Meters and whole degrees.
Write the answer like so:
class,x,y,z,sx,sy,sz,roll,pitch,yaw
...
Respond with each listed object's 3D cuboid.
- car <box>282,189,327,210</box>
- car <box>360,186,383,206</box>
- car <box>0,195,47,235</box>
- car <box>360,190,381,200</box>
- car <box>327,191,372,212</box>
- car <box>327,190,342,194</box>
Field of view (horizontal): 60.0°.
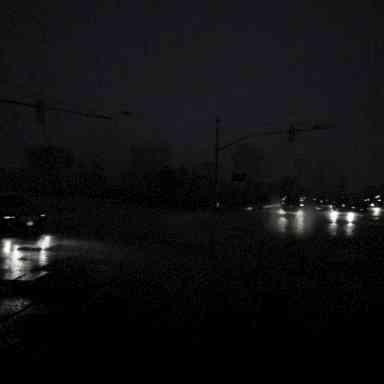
class,x,y,z,sx,sy,sz,roll,pitch,yaw
car,9.627,0.547,28.960,2.097,1.767,4.553,2,2,41
car,19.228,0.355,35.062,2.150,2.045,5.566,2,2,40
car,-8.191,0.901,14.815,4.902,1.511,2.128,3,3,43
car,26.608,0.374,49.468,1.895,1.301,4.718,2,2,40
car,13.203,0.847,27.746,1.994,1.385,4.181,2,2,39
car,15.372,0.556,35.877,1.837,1.490,4.892,2,3,40
